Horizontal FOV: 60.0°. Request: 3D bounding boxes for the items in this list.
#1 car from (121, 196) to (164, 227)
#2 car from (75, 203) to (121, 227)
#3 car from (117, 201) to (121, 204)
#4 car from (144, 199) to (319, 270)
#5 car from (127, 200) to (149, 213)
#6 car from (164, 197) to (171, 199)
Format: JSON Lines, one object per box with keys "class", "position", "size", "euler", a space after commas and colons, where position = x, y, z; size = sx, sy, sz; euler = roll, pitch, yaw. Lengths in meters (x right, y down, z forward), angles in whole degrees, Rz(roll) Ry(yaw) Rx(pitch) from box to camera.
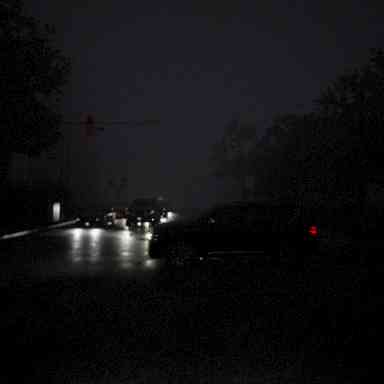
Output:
{"class": "car", "position": [-3.614, 1.488, 25.373], "size": [2.150, 2.045, 5.566], "euler": [0, -1, 0]}
{"class": "car", "position": [-7.096, 1.812, 25.191], "size": [2.033, 1.411, 5.357], "euler": [0, -1, 0]}
{"class": "car", "position": [-7.116, 1.706, 34.627], "size": [2.097, 1.767, 4.553], "euler": [0, -1, 0]}
{"class": "car", "position": [1.348, 1.371, 11.178], "size": [5.566, 2.045, 2.150], "euler": [0, -1, -3]}
{"class": "car", "position": [-7.201, 1.917, 44.738], "size": [2.128, 1.511, 4.902], "euler": [0, 0, -1]}
{"class": "car", "position": [-3.616, 1.707, 34.783], "size": [2.097, 1.767, 4.553], "euler": [0, 0, 0]}
